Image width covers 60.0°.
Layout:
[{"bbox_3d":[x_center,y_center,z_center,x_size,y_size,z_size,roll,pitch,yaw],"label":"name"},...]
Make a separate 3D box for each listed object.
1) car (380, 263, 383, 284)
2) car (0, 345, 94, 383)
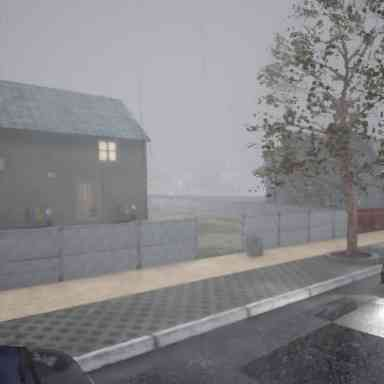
[{"bbox_3d":[6.358,1.624,8.106,4.181,1.385,1.994,0,-1,-38],"label":"car"},{"bbox_3d":[-2.409,1.590,1.382,4.181,1.385,1.994,0,-1,-34],"label":"car"}]
